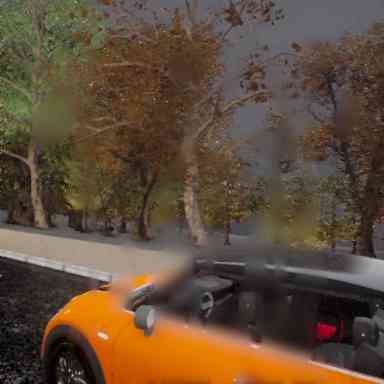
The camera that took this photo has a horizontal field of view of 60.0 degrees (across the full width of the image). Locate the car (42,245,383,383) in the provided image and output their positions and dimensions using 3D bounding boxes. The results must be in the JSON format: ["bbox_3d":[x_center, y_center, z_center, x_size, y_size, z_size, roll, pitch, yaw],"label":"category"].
[{"bbox_3d":[0.534,1.345,3.306,4.553,1.767,2.097,0,0,36],"label":"car"}]
